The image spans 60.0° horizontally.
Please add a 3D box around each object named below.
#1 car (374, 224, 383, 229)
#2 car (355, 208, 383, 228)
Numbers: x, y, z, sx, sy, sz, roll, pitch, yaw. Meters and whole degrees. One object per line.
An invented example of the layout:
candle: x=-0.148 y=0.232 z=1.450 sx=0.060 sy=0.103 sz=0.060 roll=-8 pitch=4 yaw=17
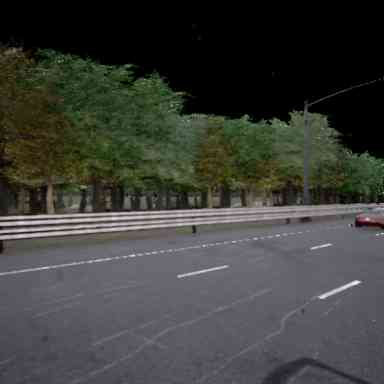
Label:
car: x=6.748 y=1.598 z=8.518 sx=4.902 sy=1.511 sz=2.128 roll=1 pitch=-1 yaw=-42
car: x=13.425 y=1.862 z=23.962 sx=4.181 sy=1.385 sz=1.994 roll=1 pitch=-1 yaw=-43
